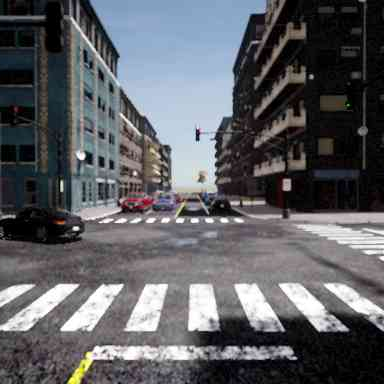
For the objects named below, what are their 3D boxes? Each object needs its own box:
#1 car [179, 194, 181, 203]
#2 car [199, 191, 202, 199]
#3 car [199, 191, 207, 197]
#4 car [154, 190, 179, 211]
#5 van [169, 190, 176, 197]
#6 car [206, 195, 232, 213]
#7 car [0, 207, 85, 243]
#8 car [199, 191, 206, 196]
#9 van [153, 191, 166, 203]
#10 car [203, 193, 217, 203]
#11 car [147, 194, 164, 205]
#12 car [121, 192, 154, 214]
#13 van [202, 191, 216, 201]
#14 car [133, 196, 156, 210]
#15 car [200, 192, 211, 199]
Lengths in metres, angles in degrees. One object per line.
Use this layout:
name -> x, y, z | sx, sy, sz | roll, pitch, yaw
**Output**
car -> -2.677, 0.895, 50.993 | 1.882, 1.535, 5.008 | 0, 1, 0
car -> 2.743, 0.766, 58.837 | 1.967, 1.590, 4.097 | 0, 1, 0
car -> 2.825, 0.540, 86.597 | 1.887, 1.381, 4.507 | 0, 1, 0
car -> -2.747, 0.970, 33.724 | 2.097, 1.767, 4.553 | 0, 1, 0
van -> -5.054, 0.335, 86.617 | 1.690, 1.788, 3.998 | 0, 1, 0
car -> 2.659, 1.215, 31.081 | 1.947, 1.339, 4.313 | 0, 1, 0
car -> -7.065, 1.424, 15.360 | 4.674, 1.442, 1.812 | 0, 0, 27
car -> 2.842, 0.472, 92.149 | 1.887, 1.381, 4.507 | 0, 1, 0
van -> -5.154, 0.731, 53.308 | 1.690, 1.788, 3.998 | 0, 1, 0
car -> 2.692, 1.102, 42.184 | 1.802, 1.307, 4.206 | 0, 1, 0
car -> -5.171, 1.000, 47.759 | 1.887, 1.381, 4.507 | 0, 1, 0
car -> -5.221, 0.963, 31.101 | 2.192, 1.841, 5.009 | 0, 1, 0
van -> 2.710, 0.797, 47.733 | 1.690, 1.788, 3.998 | 0, 1, 0
car -> -5.205, 1.129, 36.655 | 1.887, 1.381, 4.507 | 0, 1, 0
car -> 2.776, 0.746, 69.942 | 2.008, 1.369, 4.403 | 0, 1, 0
